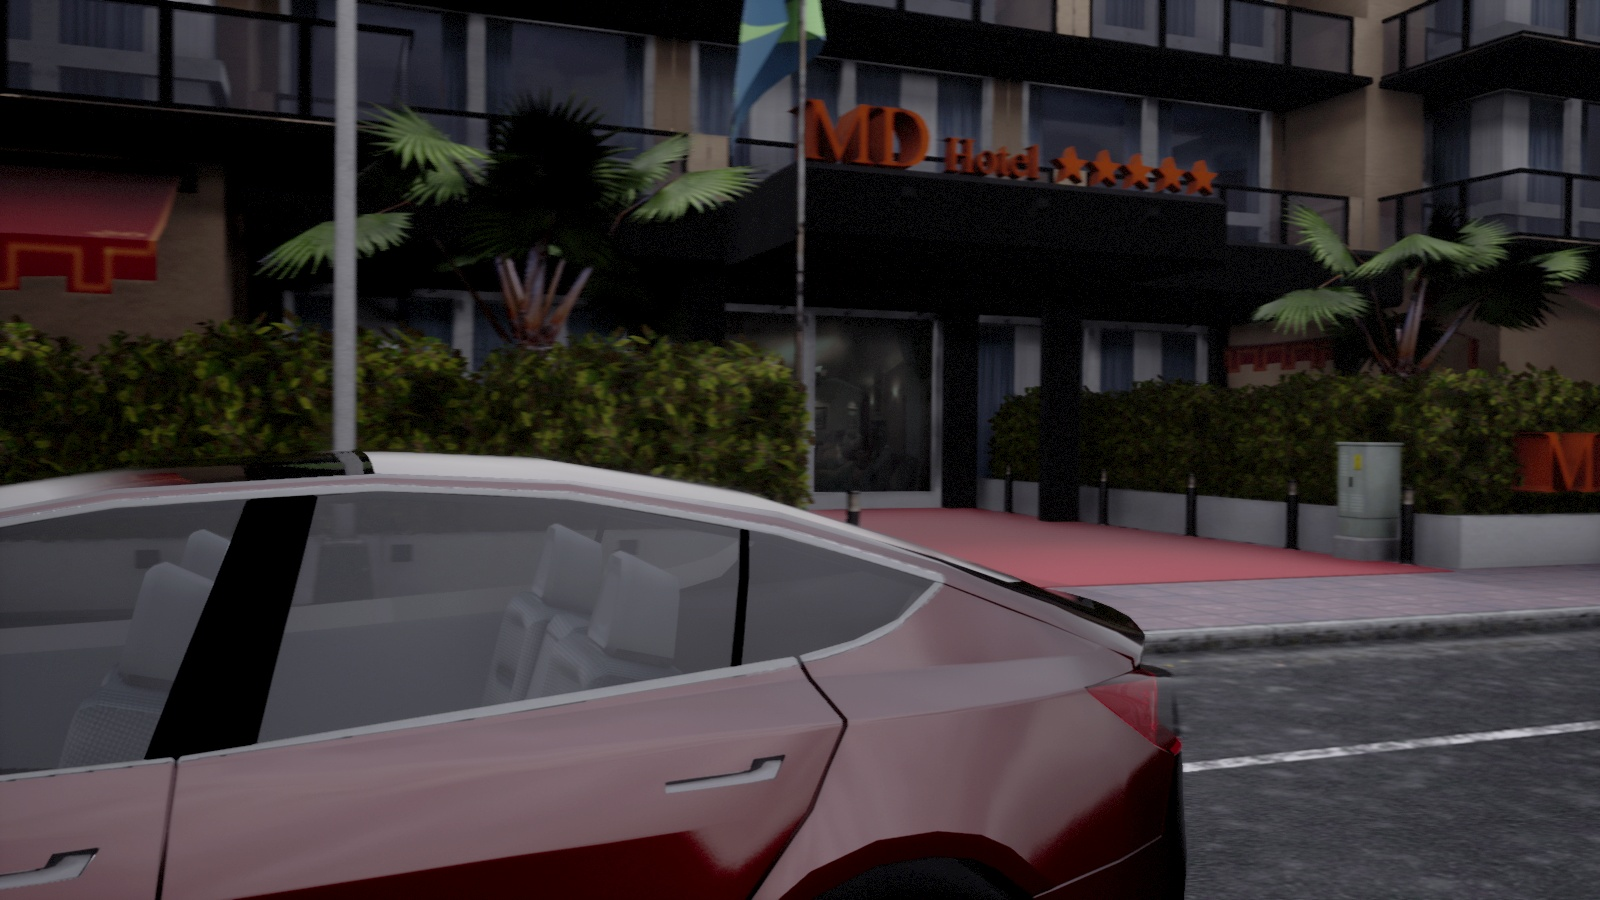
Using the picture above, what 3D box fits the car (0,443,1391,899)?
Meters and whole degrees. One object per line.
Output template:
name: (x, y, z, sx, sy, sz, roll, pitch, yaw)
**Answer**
car: (-1.431, 0.769, 2.696, 4.792, 1.488, 2.163, -1, 1, -21)
